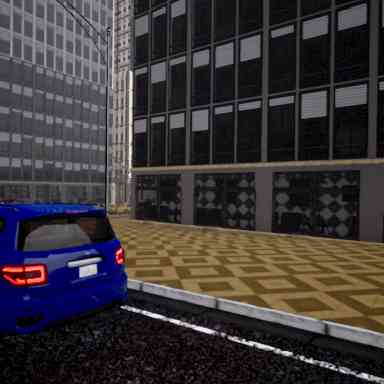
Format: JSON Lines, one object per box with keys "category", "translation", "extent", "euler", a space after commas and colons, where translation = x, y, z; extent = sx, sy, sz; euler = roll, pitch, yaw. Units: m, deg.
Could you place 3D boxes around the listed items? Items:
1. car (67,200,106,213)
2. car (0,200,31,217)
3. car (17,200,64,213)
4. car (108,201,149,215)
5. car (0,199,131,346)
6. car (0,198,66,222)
{"category": "car", "translation": [-12.908, 1.775, 40.916], "extent": [1.994, 1.385, 4.181], "euler": [1, 0, 36]}
{"category": "car", "translation": [-18.822, 1.629, 32.897], "extent": [1.837, 1.490, 4.892], "euler": [1, 0, 36]}
{"category": "car", "translation": [-17.620, 1.657, 38.896], "extent": [1.752, 1.417, 4.829], "euler": [1, 0, 36]}
{"category": "car", "translation": [-7.325, 1.841, 38.731], "extent": [1.752, 1.417, 4.829], "euler": [1, 0, 36]}
{"category": "car", "translation": [-3.683, 1.221, 6.311], "extent": [5.566, 2.045, 2.150], "euler": [0, 0, 35]}
{"category": "car", "translation": [-14.124, 1.530, 29.521], "extent": [2.192, 1.841, 5.009], "euler": [1, 0, 36]}
